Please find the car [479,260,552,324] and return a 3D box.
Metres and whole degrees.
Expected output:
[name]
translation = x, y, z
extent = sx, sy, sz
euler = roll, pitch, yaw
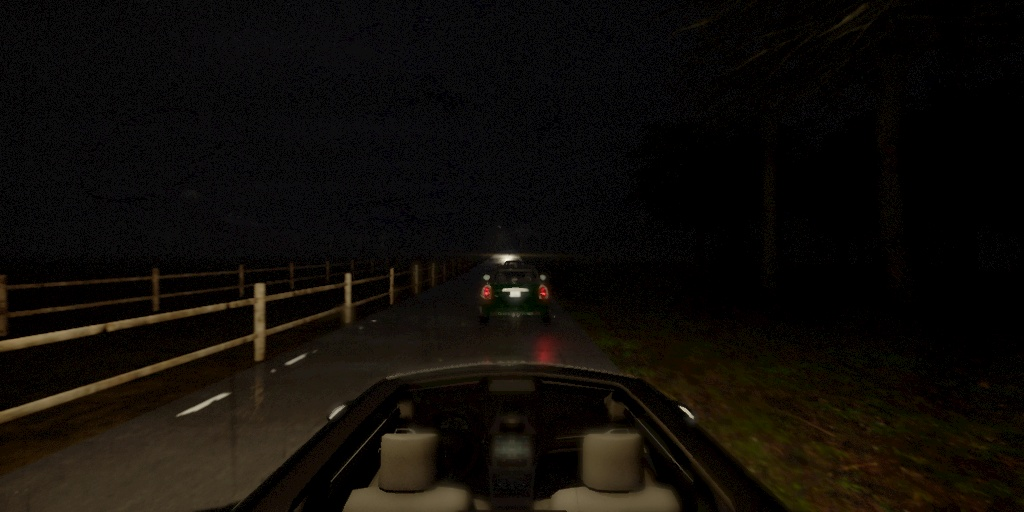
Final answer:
[car]
translation = 0.098, 1.051, 11.977
extent = 2.097, 1.767, 4.553
euler = 0, 1, 0
